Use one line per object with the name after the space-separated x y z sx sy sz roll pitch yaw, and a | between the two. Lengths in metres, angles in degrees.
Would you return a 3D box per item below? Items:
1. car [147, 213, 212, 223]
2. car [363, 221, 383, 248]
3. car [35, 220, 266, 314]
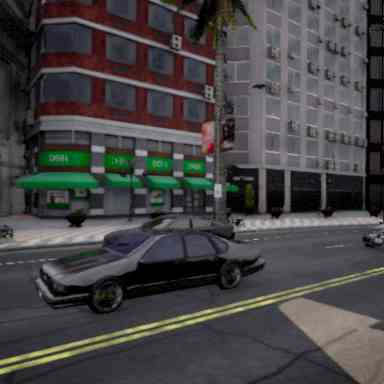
-0.679 1.556 12.011 5.008 1.535 1.882 0 0 -35 | car
9.509 1.736 14.584 4.674 1.442 1.812 1 -1 -31 | car
-0.670 1.595 7.839 5.357 1.411 2.033 1 -1 -34 | car
